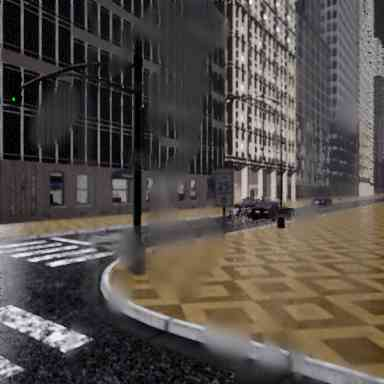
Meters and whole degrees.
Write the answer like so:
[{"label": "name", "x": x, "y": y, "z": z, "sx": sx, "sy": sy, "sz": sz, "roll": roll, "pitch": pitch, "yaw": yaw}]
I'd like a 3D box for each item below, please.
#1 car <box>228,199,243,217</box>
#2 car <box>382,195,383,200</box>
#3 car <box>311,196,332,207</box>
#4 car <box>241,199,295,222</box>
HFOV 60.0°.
[{"label": "car", "x": 4.920, "y": 1.342, "z": 28.768, "sx": 2.128, "sy": 1.511, "sz": 4.902, "roll": 0, "pitch": 0, "yaw": 37}, {"label": "car", "x": 48.157, "y": 1.166, "z": 81.826, "sx": 2.128, "sy": 1.511, "sz": 4.902, "roll": 0, "pitch": 0, "yaw": 37}, {"label": "car", "x": 18.170, "y": 1.277, "z": 46.466, "sx": 2.128, "sy": 1.511, "sz": 4.902, "roll": 0, "pitch": 0, "yaw": 37}, {"label": "car", "x": 6.029, "y": 1.410, "z": 25.060, "sx": 2.033, "sy": 1.411, "sz": 5.357, "roll": 0, "pitch": 0, "yaw": 37}]
